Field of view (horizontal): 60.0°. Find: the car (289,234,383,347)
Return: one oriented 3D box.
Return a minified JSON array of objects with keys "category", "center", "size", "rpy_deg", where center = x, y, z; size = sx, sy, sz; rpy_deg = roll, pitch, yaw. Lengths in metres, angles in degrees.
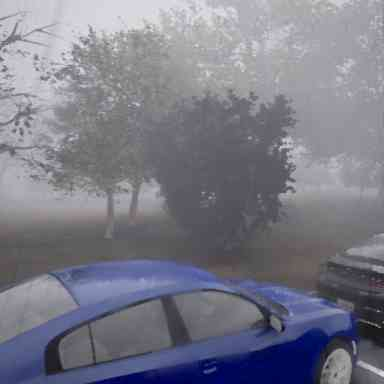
[{"category":"car","center":[4.540,1.532,6.311],"size":[4.892,1.521,2.231],"rpy_deg":[1,0,-28]}]
